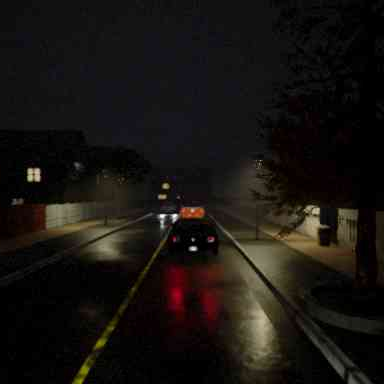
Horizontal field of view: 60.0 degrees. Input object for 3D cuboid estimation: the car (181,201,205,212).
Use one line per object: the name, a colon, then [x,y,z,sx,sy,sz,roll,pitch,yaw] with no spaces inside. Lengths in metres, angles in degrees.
car: [0.074,1.612,29.752,2.097,1.767,4.553,0,-1,0]

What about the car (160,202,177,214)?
car: [-2.815,1.901,40.771,1.812,1.442,4.674,0,-1,0]

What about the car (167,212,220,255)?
car: [0.065,1.713,13.876,1.895,1.301,4.718,0,0,0]
